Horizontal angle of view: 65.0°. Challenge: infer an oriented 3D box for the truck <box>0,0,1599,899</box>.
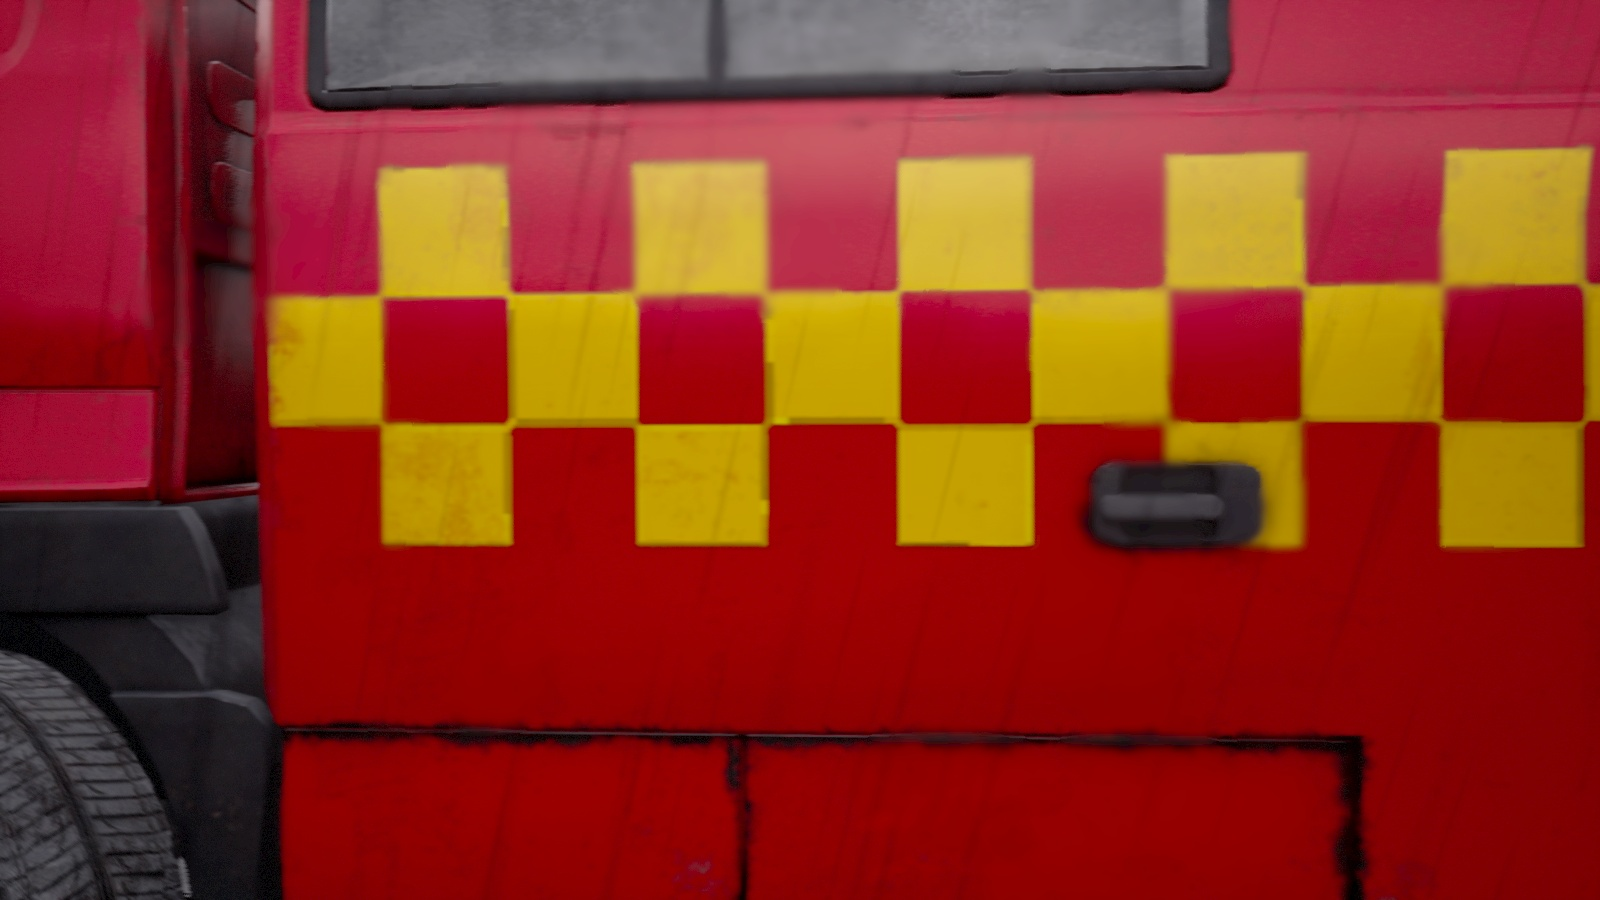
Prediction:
[{"bbox_3d":[0.620,-0.382,3.486,8.468,3.827,2.891,0,1,4],"label":"truck"}]
